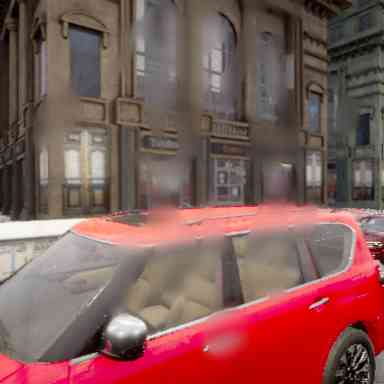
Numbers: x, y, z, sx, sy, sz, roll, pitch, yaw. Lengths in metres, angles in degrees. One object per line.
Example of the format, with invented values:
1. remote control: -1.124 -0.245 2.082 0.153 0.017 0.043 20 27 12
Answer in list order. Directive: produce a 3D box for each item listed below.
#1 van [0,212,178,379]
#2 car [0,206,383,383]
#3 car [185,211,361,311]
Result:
1. van: -2.353 1.333 4.968 3.998 1.788 1.690 -1 0 -36
2. car: -0.326 1.209 3.117 5.566 2.045 2.150 -1 0 -36
3. car: 2.076 1.384 8.129 4.097 1.590 1.967 -1 0 -36
